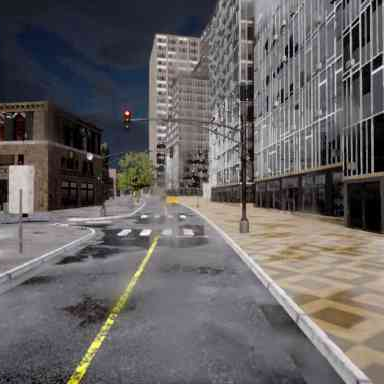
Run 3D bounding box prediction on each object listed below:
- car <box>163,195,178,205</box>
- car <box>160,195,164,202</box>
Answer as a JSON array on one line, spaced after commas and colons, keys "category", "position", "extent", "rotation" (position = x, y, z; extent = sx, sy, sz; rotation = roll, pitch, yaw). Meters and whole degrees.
[{"category": "car", "position": [-3.584, 1.470, 58.729], "extent": [1.882, 1.535, 5.008], "rotation": [0, 0, -7]}, {"category": "car", "position": [-6.427, 1.506, 78.313], "extent": [1.812, 1.442, 4.674], "rotation": [0, 0, -10]}]
